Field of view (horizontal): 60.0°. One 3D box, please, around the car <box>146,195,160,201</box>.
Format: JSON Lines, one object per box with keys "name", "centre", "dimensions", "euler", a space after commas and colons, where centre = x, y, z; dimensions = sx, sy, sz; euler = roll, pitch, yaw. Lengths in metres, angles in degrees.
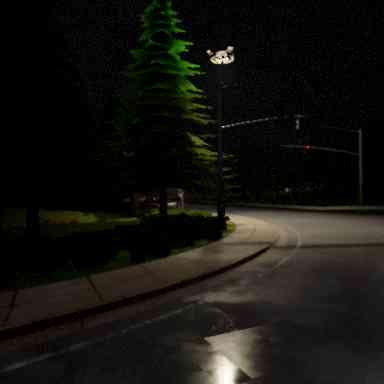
{"name": "car", "centre": [-6.402, 1.250, 57.970], "dimensions": [2.097, 1.767, 4.553], "euler": [-1, 0, -25]}
